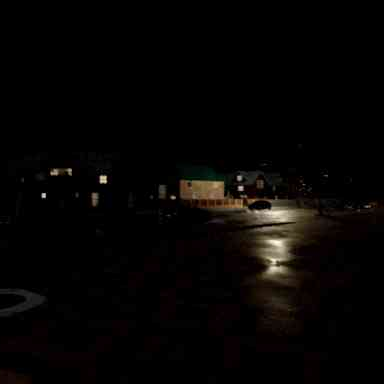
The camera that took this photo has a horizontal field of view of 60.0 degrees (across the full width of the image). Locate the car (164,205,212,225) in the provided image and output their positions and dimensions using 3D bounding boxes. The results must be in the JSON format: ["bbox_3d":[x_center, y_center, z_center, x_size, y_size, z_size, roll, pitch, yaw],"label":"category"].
[{"bbox_3d":[-0.339,1.721,25.772,1.994,1.385,4.181,0,-1,43],"label":"car"}]

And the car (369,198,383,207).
[{"bbox_3d":[41.725,2.613,75.257,1.882,1.535,5.008,0,-1,43],"label":"car"}]

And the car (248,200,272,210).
[{"bbox_3d":[10.560,2.060,51.598,1.837,1.490,4.892,0,-1,43],"label":"car"}]
